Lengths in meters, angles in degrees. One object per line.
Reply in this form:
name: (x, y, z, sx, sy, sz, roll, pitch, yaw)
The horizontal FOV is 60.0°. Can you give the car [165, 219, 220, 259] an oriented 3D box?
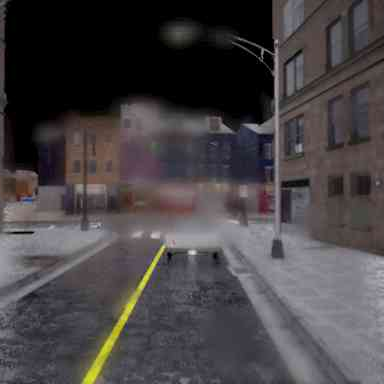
car: (-0.044, 1.735, 13.249, 1.895, 1.301, 4.718, 0, -1, -2)
